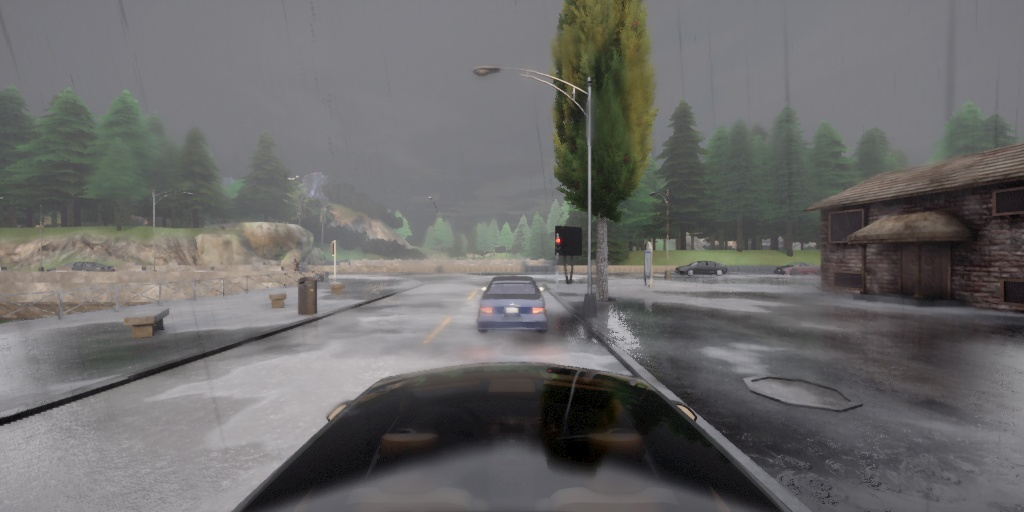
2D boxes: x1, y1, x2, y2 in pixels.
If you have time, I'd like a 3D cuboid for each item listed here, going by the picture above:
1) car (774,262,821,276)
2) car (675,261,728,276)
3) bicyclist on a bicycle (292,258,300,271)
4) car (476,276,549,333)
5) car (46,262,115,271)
[{"bbox_3d":[29.167,1.314,36.459,4.181,1.385,1.994,0,0,0],"label":"car"},{"bbox_3d":[19.203,1.255,36.463,4.892,1.490,1.837,0,0,0],"label":"car"},{"bbox_3d":[-24.512,1.099,40.678,0.582,1.620,1.656,0,0,0],"label":"bicyclist on a bicycle"},{"bbox_3d":[0.027,1.297,10.743,2.033,1.411,5.357,0,0,0],"label":"car"},{"bbox_3d":[-43.713,1.297,36.388,5.357,1.411,2.033,0,0,0],"label":"car"}]
